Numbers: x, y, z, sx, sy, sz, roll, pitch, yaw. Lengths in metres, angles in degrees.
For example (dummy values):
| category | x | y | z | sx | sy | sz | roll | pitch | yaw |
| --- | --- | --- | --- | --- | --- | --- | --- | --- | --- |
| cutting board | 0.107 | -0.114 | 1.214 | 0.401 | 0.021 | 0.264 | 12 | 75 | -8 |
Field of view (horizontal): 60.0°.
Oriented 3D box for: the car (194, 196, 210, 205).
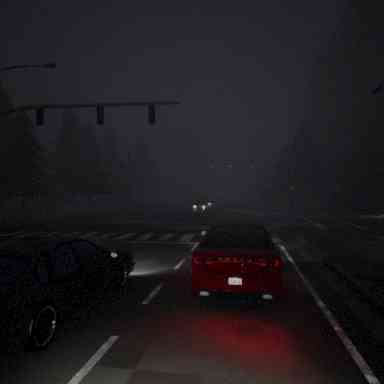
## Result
| category | x | y | z | sx | sy | sz | roll | pitch | yaw |
| --- | --- | --- | --- | --- | --- | --- | --- | --- | --- |
| car | 1.530 | 1.503 | 56.711 | 1.812 | 1.442 | 4.674 | 0 | 0 | 9 |

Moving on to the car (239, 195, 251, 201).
| category | x | y | z | sx | sy | sz | roll | pitch | yaw |
| --- | --- | --- | --- | --- | --- | --- | --- | --- | --- |
| car | 13.738 | 1.444 | 83.806 | 1.882 | 1.535 | 5.008 | 0 | 0 | 39 |

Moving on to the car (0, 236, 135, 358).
| category | x | y | z | sx | sy | sz | roll | pitch | yaw |
| --- | --- | --- | --- | --- | --- | --- | --- | --- | --- |
| car | -2.741 | 1.545 | 6.187 | 2.033 | 1.411 | 5.357 | 0 | 0 | 9 |

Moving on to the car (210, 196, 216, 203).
| category | x | y | z | sx | sy | sz | roll | pitch | yaw |
| --- | --- | --- | --- | --- | --- | --- | --- | --- | --- |
| car | 3.157 | 1.538 | 66.454 | 1.994 | 1.385 | 4.181 | 0 | 0 | 10 |

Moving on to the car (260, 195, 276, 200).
| category | x | y | z | sx | sy | sz | roll | pitch | yaw |
| --- | --- | --- | --- | --- | --- | --- | --- | --- | --- |
| car | 20.848 | 1.487 | 91.259 | 4.674 | 1.442 | 1.812 | 0 | 0 | -37 |

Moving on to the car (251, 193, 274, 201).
| category | x | y | z | sx | sy | sz | roll | pitch | yaw |
| --- | --- | --- | --- | --- | --- | --- | --- | --- | --- |
| car | 17.562 | 1.192 | 83.072 | 2.150 | 2.045 | 5.566 | 0 | 0 | 39 |

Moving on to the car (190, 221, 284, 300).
| category | x | y | z | sx | sy | sz | roll | pitch | yaw |
| --- | --- | --- | --- | --- | --- | --- | --- | --- | --- |
| car | 1.181 | 1.474 | 8.506 | 1.882 | 1.535 | 5.008 | 0 | 0 | 9 |

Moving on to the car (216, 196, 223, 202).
| category | x | y | z | sx | sy | sz | roll | pitch | yaw |
| --- | --- | --- | --- | --- | --- | --- | --- | --- | --- |
| car | 5.731 | 1.565 | 76.418 | 1.895 | 1.301 | 4.718 | 0 | 0 | 21 |
